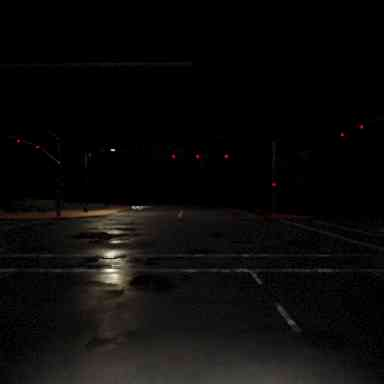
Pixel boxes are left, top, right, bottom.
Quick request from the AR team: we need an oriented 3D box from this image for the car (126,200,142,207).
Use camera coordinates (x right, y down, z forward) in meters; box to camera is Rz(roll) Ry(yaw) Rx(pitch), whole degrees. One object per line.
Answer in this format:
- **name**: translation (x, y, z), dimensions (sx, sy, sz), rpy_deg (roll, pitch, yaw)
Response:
- **car**: translation (-11.719, 2.251, 67.157), dimensions (1.895, 1.301, 4.718), rpy_deg (0, -1, -28)
